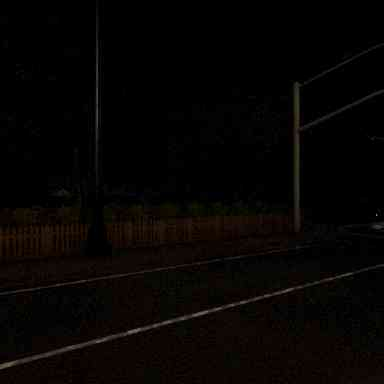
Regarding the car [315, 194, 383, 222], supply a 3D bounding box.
[{"bbox_3d":[12.635,1.221,26.588,2.150,2.045,5.566,0,0,-35],"label":"car"}]
